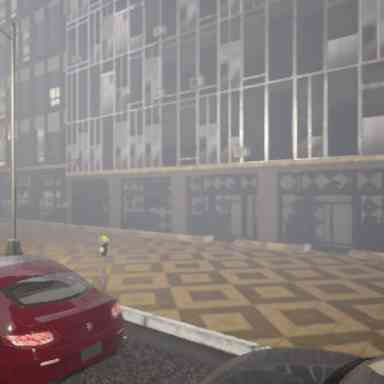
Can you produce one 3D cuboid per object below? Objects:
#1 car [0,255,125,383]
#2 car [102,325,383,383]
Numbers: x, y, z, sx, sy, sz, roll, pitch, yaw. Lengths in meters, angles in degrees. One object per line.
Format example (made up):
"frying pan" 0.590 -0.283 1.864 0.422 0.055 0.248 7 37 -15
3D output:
"car" -2.791 1.606 4.864 4.206 1.307 1.802 0 0 36
"car" 1.846 1.547 1.554 4.403 1.369 2.008 0 0 36
